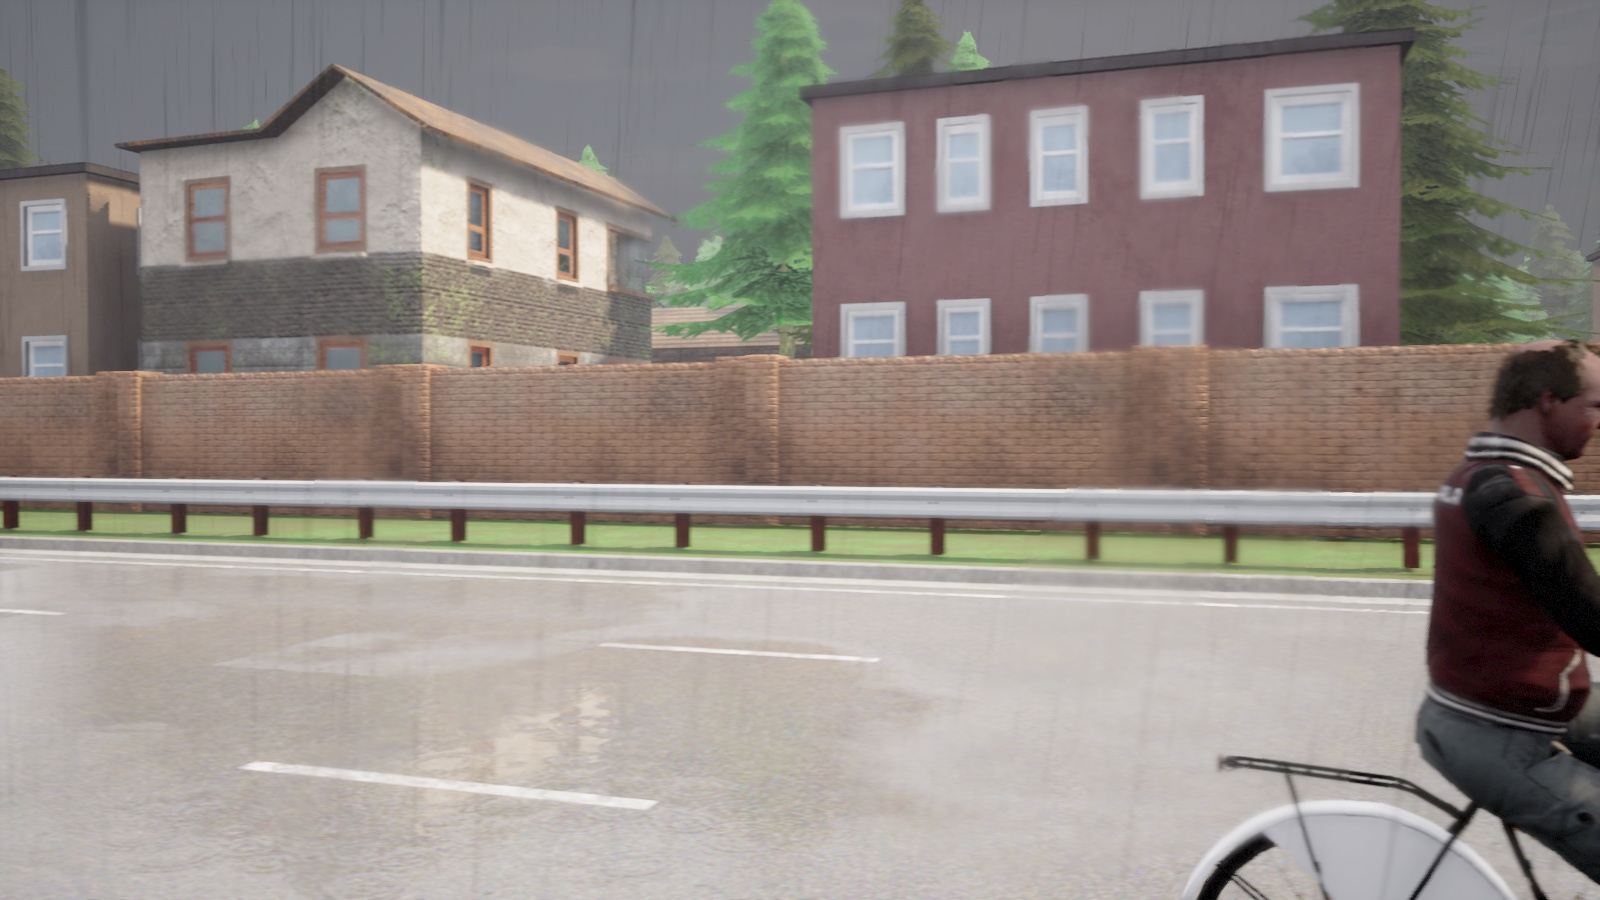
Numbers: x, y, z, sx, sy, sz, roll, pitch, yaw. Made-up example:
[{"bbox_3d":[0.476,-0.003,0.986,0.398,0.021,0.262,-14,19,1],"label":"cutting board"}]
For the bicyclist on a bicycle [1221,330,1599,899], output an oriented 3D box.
[{"bbox_3d":[1.838,0.663,2.573,1.843,1.776,0.659,0,1,19],"label":"bicyclist on a bicycle"}]
